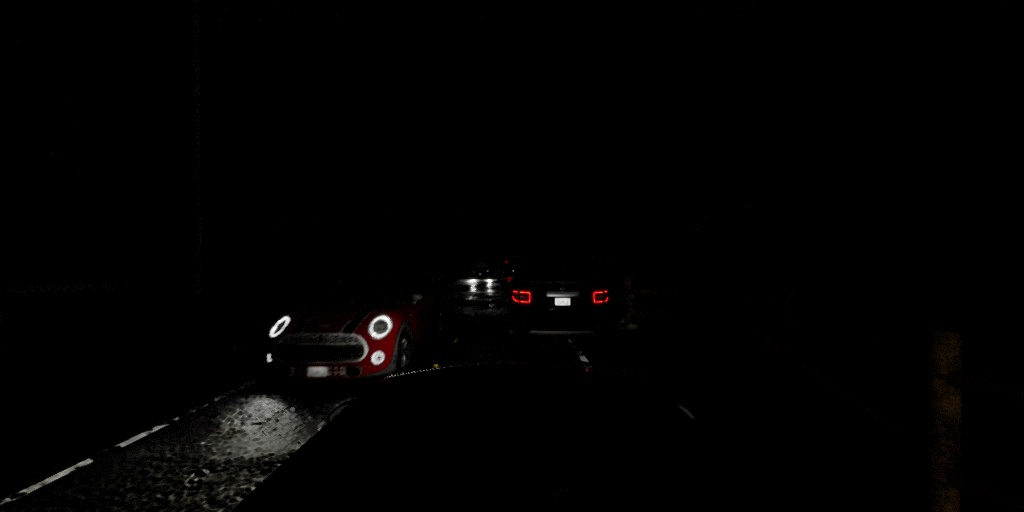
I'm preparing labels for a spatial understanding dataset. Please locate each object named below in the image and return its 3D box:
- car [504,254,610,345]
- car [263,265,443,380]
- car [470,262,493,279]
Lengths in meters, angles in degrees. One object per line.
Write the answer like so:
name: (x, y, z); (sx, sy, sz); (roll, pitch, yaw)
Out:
car: (0.978, 0.972, 9.582); (2.150, 2.045, 5.566); (0, 0, 0)
car: (-2.840, 1.100, 7.483); (2.097, 1.767, 4.553); (0, 0, 0)
car: (-2.701, 1.277, 32.843); (1.812, 1.442, 4.674); (0, 0, 0)
